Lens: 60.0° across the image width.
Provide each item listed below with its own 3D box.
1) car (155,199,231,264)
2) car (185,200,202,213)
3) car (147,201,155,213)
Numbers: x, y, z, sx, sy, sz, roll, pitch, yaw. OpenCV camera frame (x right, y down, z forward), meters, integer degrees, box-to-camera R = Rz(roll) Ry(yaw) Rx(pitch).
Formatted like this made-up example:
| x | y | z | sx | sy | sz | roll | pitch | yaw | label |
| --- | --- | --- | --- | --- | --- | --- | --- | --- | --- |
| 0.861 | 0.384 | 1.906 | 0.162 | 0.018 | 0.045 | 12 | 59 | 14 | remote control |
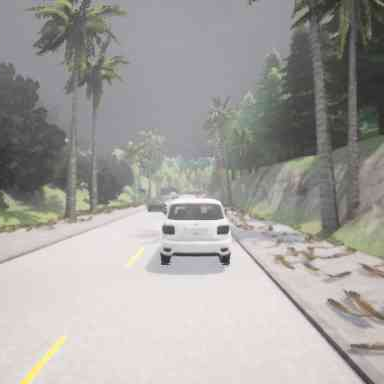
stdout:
| x | y | z | sx | sy | sz | roll | pitch | yaw | label |
| --- | --- | --- | --- | --- | --- | --- | --- | --- | --- |
| 0.111 | 1.242 | 11.973 | 2.150 | 2.045 | 5.566 | 0 | 0 | 0 | car |
| 0.136 | 1.669 | 39.377 | 1.895 | 1.301 | 4.718 | 0 | 0 | 0 | car |
| -4.057 | 1.668 | 38.589 | 1.895 | 1.301 | 4.718 | 0 | 0 | 0 | car |
